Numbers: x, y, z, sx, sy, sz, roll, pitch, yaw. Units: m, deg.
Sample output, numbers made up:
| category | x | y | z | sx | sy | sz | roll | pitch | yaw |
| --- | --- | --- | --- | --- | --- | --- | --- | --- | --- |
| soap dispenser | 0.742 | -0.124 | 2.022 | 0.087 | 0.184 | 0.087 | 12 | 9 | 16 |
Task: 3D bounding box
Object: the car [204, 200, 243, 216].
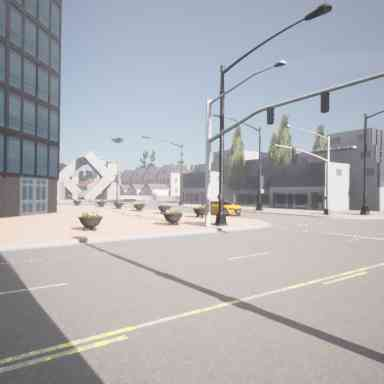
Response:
| category | x | y | z | sx | sy | sz | roll | pitch | yaw |
| --- | --- | --- | --- | --- | --- | --- | --- | --- | --- |
| car | 2.991 | 1.564 | 33.674 | 1.882 | 1.535 | 5.008 | 1 | -1 | -35 |
